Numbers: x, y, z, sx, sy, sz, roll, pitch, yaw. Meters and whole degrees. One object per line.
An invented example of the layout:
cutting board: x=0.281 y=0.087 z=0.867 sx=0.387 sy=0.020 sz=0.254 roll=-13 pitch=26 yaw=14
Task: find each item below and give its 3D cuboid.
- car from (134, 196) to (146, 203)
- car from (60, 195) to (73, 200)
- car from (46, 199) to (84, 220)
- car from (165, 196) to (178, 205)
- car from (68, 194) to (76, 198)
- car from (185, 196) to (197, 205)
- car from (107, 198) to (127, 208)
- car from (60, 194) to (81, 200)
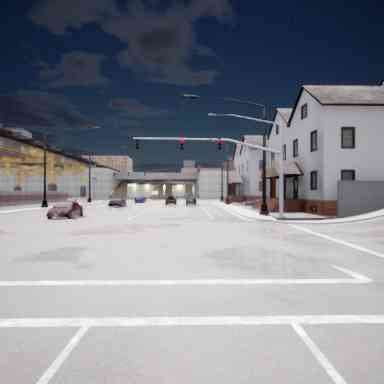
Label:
car: x=-10.668 y=1.480 z=68.476 sx=1.882 sy=1.535 sz=5.008 roll=0 pitch=0 yaw=0
car: x=-31.919 y=1.290 z=84.296 sx=1.853 sy=1.218 sz=4.536 roll=0 pitch=0 yaw=-37
car: x=-10.667 y=1.524 z=28.341 sx=1.812 sy=1.442 sz=4.674 roll=0 pitch=0 yaw=0
car: x=-3.644 y=1.501 z=58.602 sx=1.837 sy=1.490 sz=4.892 roll=0 pitch=0 yaw=0
car: x=-31.887 y=1.448 z=84.254 sx=2.038 sy=1.542 sz=4.974 roll=0 pitch=0 yaw=-37
car: x=-0.145 y=1.486 z=58.611 sx=2.128 sy=1.511 sz=4.902 roll=0 pitch=0 yaw=0
car: x=-10.716 y=1.544 z=48.117 sx=2.033 sy=1.411 sz=5.357 roll=0 pitch=0 yaw=0
car: x=-32.691 y=1.447 z=89.619 sx=2.038 sy=1.542 sz=4.974 roll=0 pitch=0 yaw=28
